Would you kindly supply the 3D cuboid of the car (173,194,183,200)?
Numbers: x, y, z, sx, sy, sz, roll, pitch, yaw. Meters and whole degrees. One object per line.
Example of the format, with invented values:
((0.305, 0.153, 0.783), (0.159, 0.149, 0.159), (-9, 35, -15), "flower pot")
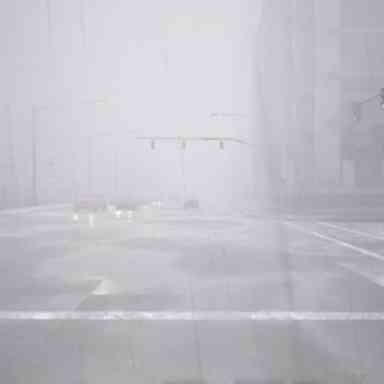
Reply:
((-3.151, 1.136, 76.114), (1.895, 1.301, 4.718), (0, 0, 1), "car")

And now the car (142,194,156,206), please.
((-7.109, 1.305, 49.372), (2.033, 1.411, 5.357), (0, 0, 1), "car")

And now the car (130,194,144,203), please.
((-10.379, 1.216, 62.940), (1.812, 1.442, 4.674), (0, 0, 1), "car")

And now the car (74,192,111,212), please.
((-10.803, 1.045, 35.898), (2.150, 2.045, 5.566), (0, 0, 1), "car")

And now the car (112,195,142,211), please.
((-7.278, 1.378, 37.846), (1.994, 1.385, 4.181), (0, 0, 1), "car")

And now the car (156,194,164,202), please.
((-6.787, 1.164, 66.734), (2.128, 1.511, 4.902), (0, 0, 1), "car")

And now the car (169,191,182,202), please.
((-3.302, 0.899, 65.470), (2.150, 2.045, 5.566), (0, 0, 1), "car")

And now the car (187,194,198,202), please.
((0.235, 1.162, 67.090), (2.128, 1.511, 4.902), (0, 0, 1), "car")

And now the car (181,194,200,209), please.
((-0.060, 1.324, 40.800), (1.812, 1.442, 4.674), (0, 0, 1), "car")
